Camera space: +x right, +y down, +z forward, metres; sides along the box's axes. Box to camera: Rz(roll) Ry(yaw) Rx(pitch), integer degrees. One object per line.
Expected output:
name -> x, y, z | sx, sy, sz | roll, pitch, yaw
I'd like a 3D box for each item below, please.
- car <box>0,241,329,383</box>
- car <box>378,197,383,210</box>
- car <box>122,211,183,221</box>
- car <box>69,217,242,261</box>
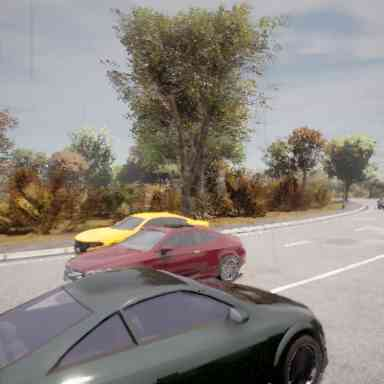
car -> -0.385, 1.570, 3.652 | 4.181, 1.385, 1.994 | 0, 0, -36
car -> 24.278, 1.406, 41.452 | 2.128, 1.511, 4.902 | 0, 0, 31
car -> -1.576, 1.492, 11.811 | 5.008, 1.535, 1.882 | 0, 0, -39
car -> -0.646, 1.535, 8.097 | 4.674, 1.442, 1.812 | 0, 0, -38
